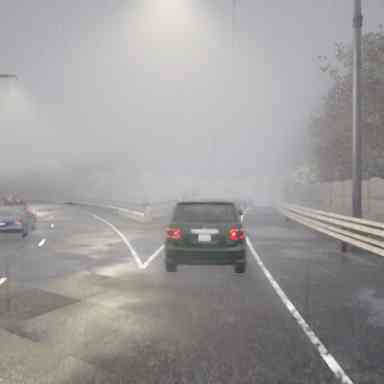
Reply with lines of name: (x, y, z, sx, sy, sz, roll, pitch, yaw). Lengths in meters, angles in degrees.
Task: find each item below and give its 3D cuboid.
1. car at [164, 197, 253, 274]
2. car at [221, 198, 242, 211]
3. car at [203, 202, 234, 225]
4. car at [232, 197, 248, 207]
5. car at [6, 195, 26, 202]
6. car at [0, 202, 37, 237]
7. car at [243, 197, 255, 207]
car: (0.469, 1.172, 10.589, 2.150, 2.045, 5.566, 0, 0, 4)
car: (4.553, 1.396, 38.187, 1.994, 1.385, 4.181, 0, 0, 12)
car: (2.017, 1.455, 23.992, 1.994, 1.385, 4.181, 0, 0, 8)
car: (7.550, 1.548, 51.979, 1.994, 1.385, 4.181, 0, -1, 14)
car: (-23.585, 1.136, 44.538, 2.097, 1.767, 4.553, 0, 0, -35)
car: (-9.276, 1.464, 17.194, 2.033, 1.411, 5.357, 0, 0, -19)
car: (12.562, 2.192, 73.588, 2.150, 2.045, 5.566, 0, -4, 14)
